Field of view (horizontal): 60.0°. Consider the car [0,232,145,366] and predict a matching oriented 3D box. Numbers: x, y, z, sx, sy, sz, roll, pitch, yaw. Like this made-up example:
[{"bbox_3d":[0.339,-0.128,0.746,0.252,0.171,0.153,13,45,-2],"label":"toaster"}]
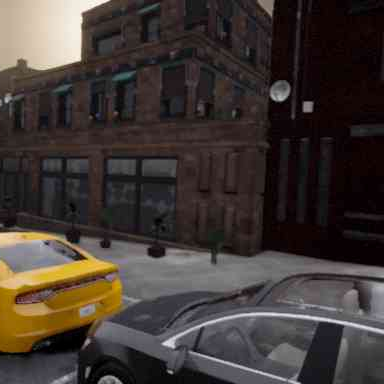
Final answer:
[{"bbox_3d":[-3.453,1.474,5.997,5.008,1.535,2.097,0,0,36],"label":"car"}]
